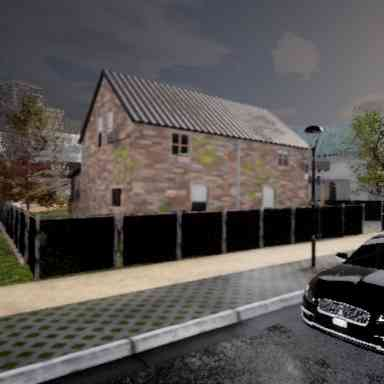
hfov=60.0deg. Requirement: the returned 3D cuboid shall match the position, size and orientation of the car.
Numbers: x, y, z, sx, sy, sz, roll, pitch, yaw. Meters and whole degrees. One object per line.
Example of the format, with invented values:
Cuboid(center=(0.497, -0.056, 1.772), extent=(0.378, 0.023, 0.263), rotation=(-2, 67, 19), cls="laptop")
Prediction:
Cuboid(center=(3.971, 1.501, 5.885), extent=(4.892, 1.490, 1.837), rotation=(0, 0, -35), cls="car")
